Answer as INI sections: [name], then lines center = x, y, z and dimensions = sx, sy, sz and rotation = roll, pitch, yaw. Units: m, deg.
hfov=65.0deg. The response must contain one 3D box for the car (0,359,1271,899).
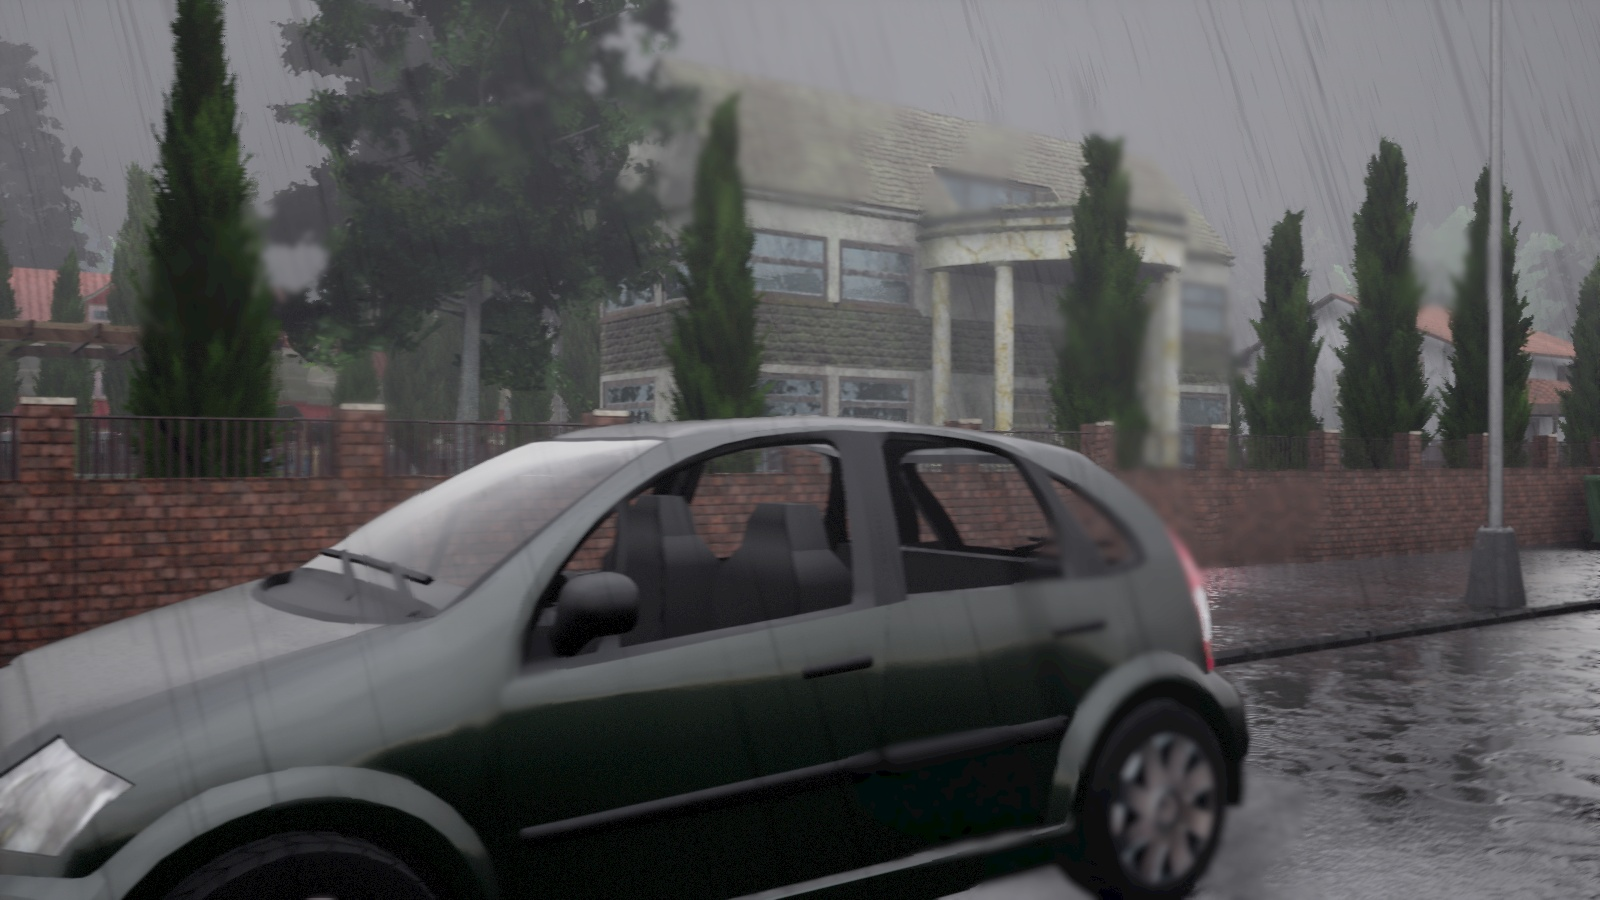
[car]
center = -0.574, 0.654, 3.869
dimensions = 3.988, 1.617, 1.851
rotation = 0, 0, -35
